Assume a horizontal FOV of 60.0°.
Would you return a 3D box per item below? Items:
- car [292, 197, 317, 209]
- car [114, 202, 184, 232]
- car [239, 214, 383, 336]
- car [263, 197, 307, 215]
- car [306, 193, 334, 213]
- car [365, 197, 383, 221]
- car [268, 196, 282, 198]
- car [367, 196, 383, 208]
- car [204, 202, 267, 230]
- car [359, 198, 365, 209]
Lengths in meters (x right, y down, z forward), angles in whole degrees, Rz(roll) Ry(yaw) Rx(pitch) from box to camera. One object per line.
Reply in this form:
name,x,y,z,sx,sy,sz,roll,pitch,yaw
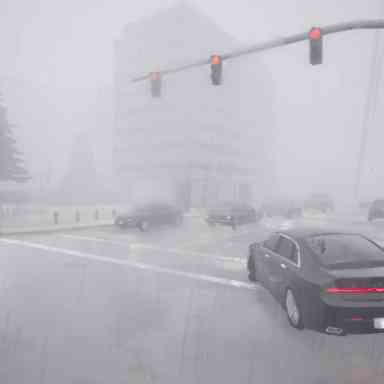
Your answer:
car,14.836,1.409,43.812,1.812,1.442,4.674,0,0,36
car,-2.417,1.404,19.788,1.837,1.490,4.892,0,0,35
car,2.455,1.489,6.885,1.837,1.490,4.892,-3,1,-3
car,7.944,1.442,28.232,1.812,1.442,4.674,0,0,36
car,14.080,1.132,36.770,2.150,2.045,5.566,0,0,36
car,15.332,1.316,26.206,2.097,1.767,4.553,0,0,36
car,8.816,1.240,35.470,2.097,1.767,4.553,0,0,36
car,27.486,1.417,49.186,2.128,1.511,4.902,0,0,36
car,2.731,1.522,20.968,1.895,1.301,4.718,0,0,36
car,22.304,1.457,41.949,1.812,1.442,4.674,0,0,36
